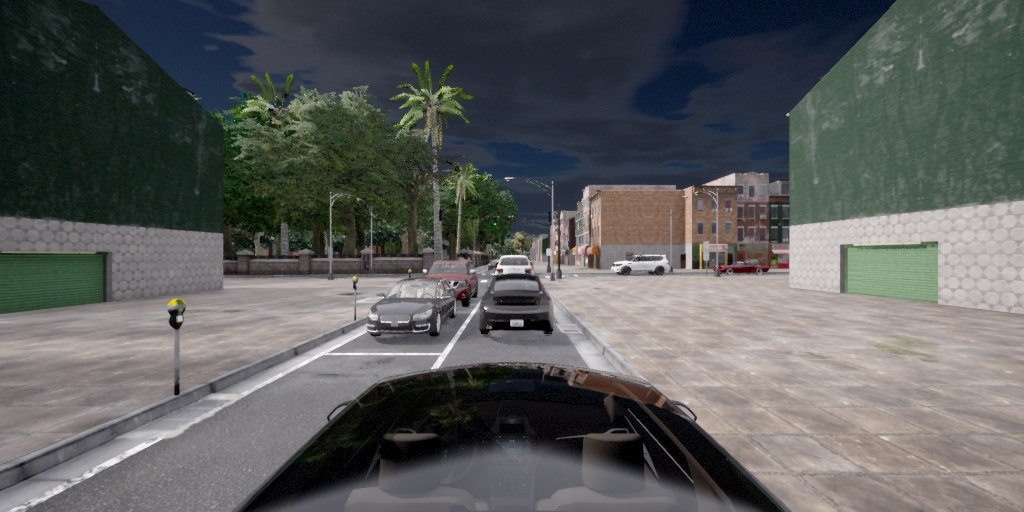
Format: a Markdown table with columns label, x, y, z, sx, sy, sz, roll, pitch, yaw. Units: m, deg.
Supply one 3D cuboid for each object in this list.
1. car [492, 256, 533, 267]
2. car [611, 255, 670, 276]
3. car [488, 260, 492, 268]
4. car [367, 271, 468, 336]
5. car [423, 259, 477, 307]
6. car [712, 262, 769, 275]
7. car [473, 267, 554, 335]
| label | x | y | z | sx | sy | sz | roll | pitch | yaw |
| --- | --- | --- | --- | --- | --- | --- | --- | --- | --- |
| car | 0.165 | 0.984 | 22.888 | 2.150 | 2.045 | 5.566 | 0 | 0 | 1 |
| car | 12.899 | 0.897 | 36.025 | 5.566 | 2.045 | 2.150 | 0 | 0 | 0 |
| car | -2.573 | 1.287 | 53.821 | 1.967 | 1.591 | 4.097 | 0 | 0 | 0 |
| car | -2.628 | 1.300 | 10.212 | 2.007 | 1.370 | 4.403 | 0 | 0 | 0 |
| car | -2.621 | 1.067 | 15.675 | 2.192 | 1.841 | 5.009 | 0 | 0 | 0 |
| car | 22.908 | 1.214 | 36.025 | 4.718 | 1.301 | 1.895 | 0 | 0 | 0 |
| car | 0.110 | 1.255 | 10.496 | 1.837 | 1.490 | 4.892 | 0 | 0 | 0 |
